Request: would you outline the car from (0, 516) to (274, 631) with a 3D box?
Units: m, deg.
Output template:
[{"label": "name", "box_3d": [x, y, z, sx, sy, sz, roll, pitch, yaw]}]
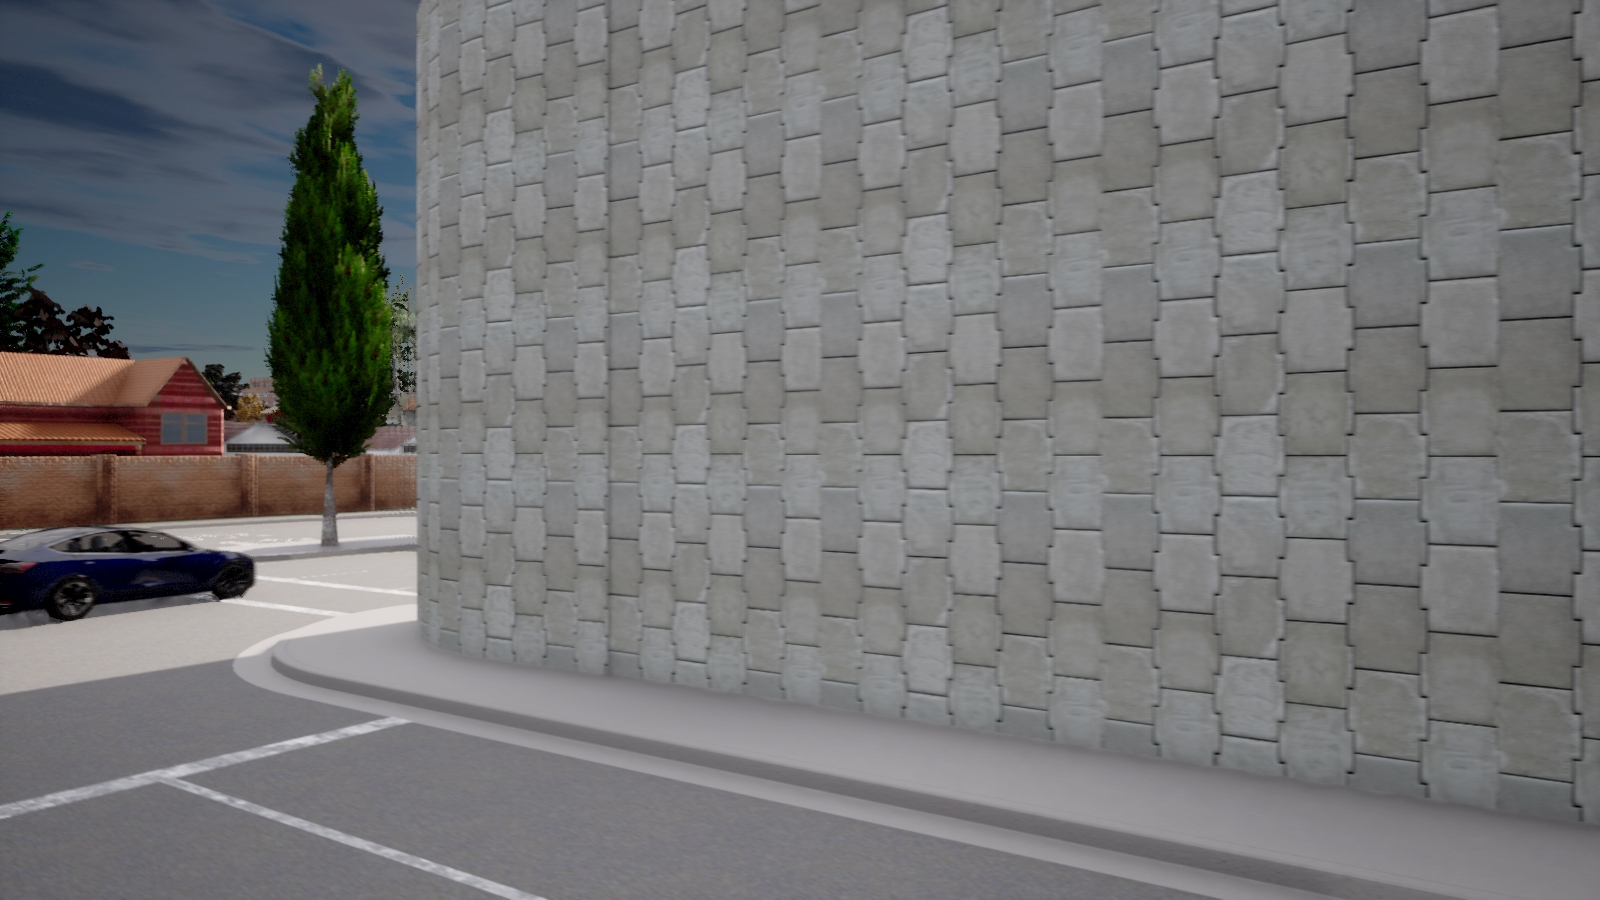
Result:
[{"label": "car", "box_3d": [-12.135, 2.064, 20.307, 2.163, 1.488, 4.792, 0, 0, 26]}]
